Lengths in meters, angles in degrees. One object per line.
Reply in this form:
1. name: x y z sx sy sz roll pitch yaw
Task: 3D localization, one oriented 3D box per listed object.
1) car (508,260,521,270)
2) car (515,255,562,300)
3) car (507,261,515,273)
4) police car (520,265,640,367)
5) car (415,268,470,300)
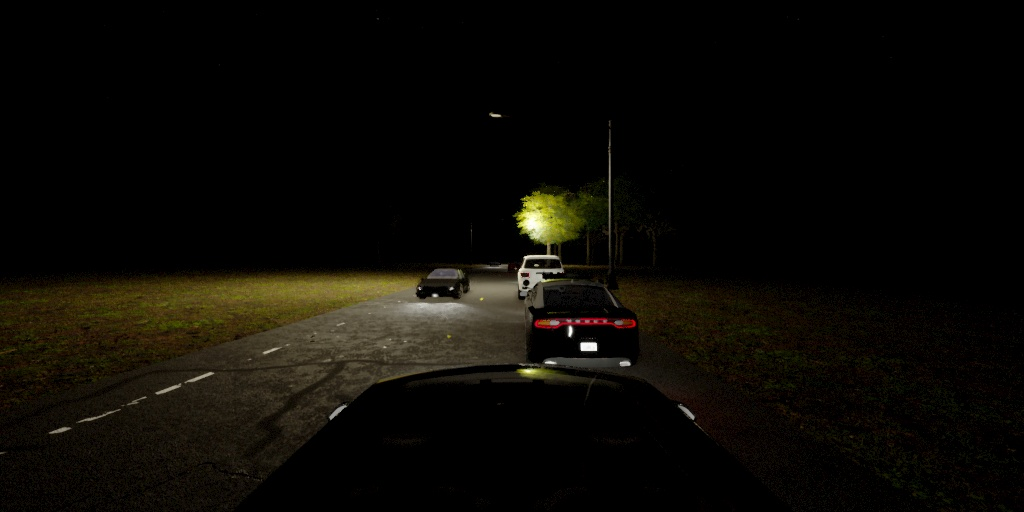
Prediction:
1. car: 0.332 1.402 57.063 1.994 1.385 4.181 0 -1 -1
2. car: 1.382 0.988 17.970 2.150 2.045 5.566 0 0 1
3. car: 0.463 1.342 45.762 1.812 1.442 4.674 0 0 0
4. police car: 1.216 1.175 8.025 1.930 1.638 5.238 0 0 1
5. car: -3.271 1.311 18.024 2.033 1.411 5.357 0 0 1
